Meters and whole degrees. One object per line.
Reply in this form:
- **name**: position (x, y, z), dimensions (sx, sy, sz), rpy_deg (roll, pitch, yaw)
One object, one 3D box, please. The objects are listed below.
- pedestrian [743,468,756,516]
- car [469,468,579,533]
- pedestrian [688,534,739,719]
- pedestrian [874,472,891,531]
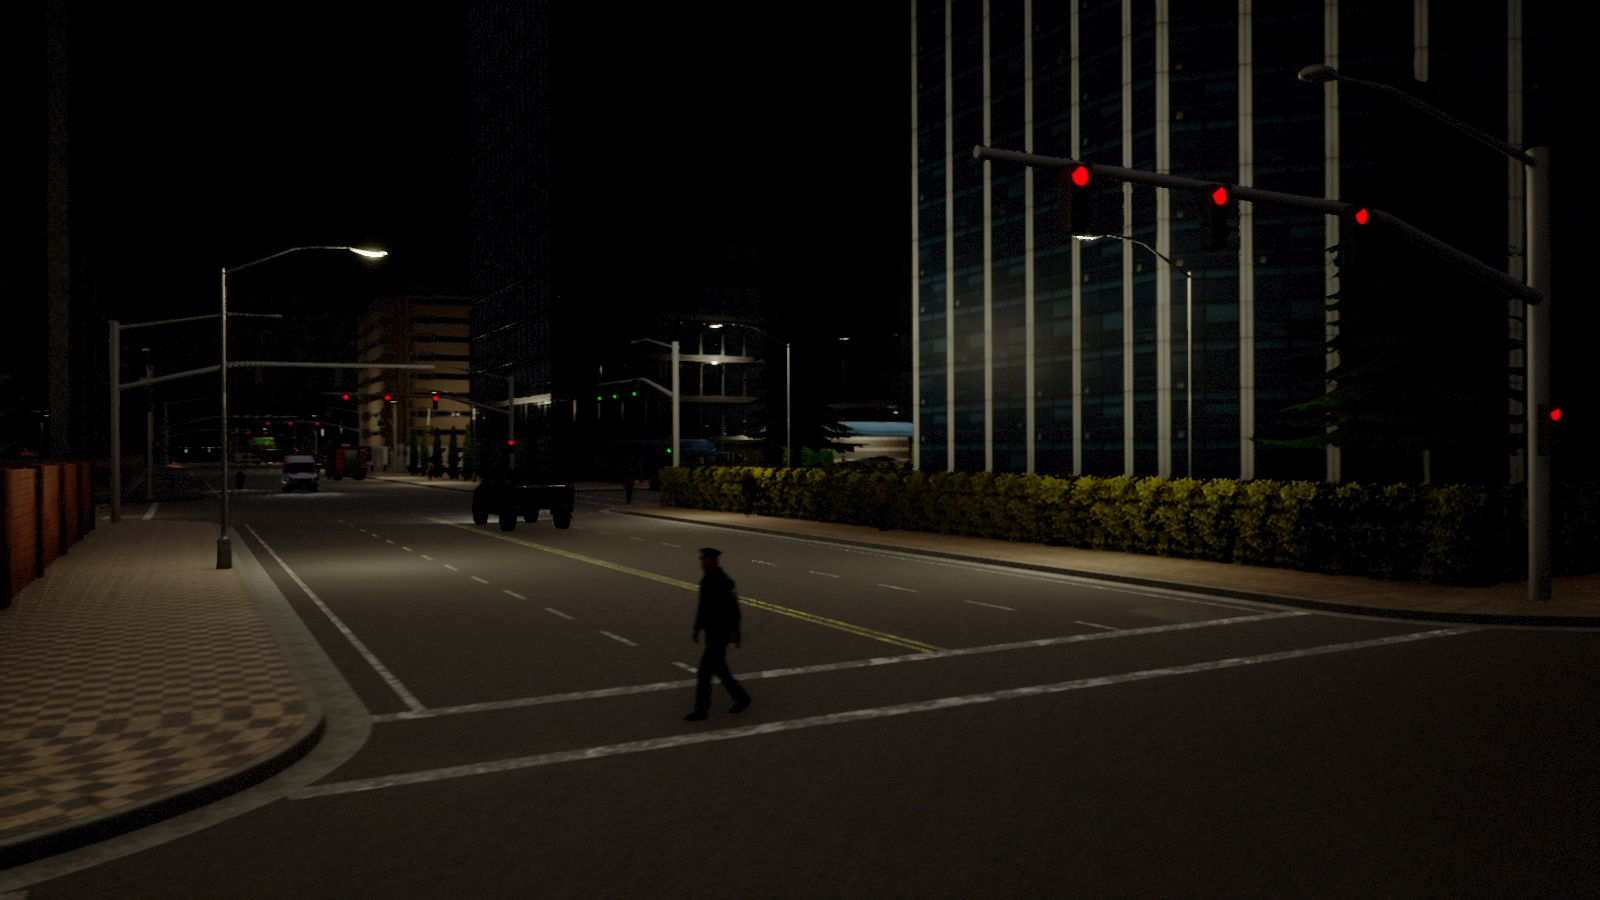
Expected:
- **pedestrian**: position (-1.983, 1.641, 44.752), dimensions (0.375, 1.860, 0.375), rpy_deg (0, 0, -28)
- **car**: position (-10.266, 1.753, 42.026), dimensions (2.390, 2.098, 6.274), rpy_deg (0, 0, -29)
- **pedestrian**: position (-0.910, 1.831, 11.992), dimensions (0.375, 1.860, 0.375), rpy_deg (0, 0, -35)
- **pedestrian**: position (2.603, 1.624, 36.195), dimensions (0.375, 1.860, 0.375), rpy_deg (0, 0, -30)
